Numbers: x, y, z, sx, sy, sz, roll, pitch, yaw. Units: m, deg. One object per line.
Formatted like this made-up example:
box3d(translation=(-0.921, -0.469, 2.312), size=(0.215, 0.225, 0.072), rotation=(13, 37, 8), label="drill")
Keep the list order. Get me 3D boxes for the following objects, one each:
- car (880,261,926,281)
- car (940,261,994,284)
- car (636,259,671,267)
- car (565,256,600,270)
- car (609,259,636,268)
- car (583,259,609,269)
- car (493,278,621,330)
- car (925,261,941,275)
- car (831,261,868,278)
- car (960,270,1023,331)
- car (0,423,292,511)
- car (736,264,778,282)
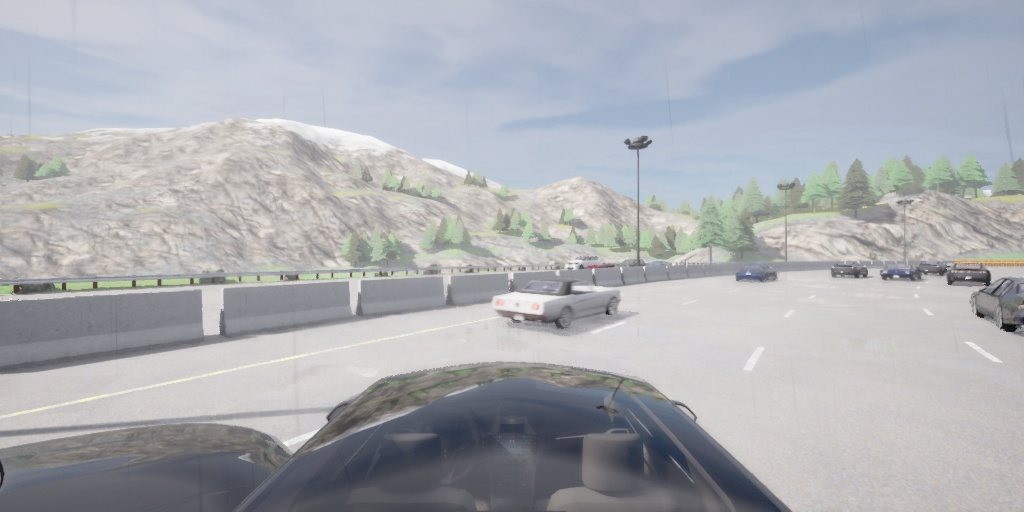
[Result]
box3d(translation=(32.304, 1.349, 29.710), size=(4.718, 1.301, 1.895), rotation=(0, 0, -35), label="car")
box3d(translation=(32.141, 1.241, 25.225), size=(4.902, 1.511, 2.128), rotation=(0, 0, -37), label="car")
box3d(translation=(16.109, 1.278, 39.637), size=(4.674, 1.442, 1.812), rotation=(0, 0, -38), label="car")
box3d(translation=(9.606, 0.953, 47.881), size=(5.566, 2.045, 2.150), rotation=(0, 0, -38), label="car")
box3d(translation=(14.089, 1.106, 42.502), size=(4.553, 1.767, 2.097), rotation=(0, 0, -38), label="car")
box3d(translation=(11.442, 1.347, 44.870), size=(4.718, 1.301, 1.895), rotation=(0, 0, -38), label="car")
box3d(translation=(1.654, 1.350, 11.279), size=(1.895, 1.301, 4.718), rotation=(0, 0, 41), label="car")
box3d(translation=(43.308, 1.239, 36.844), size=(4.902, 1.511, 2.128), rotation=(0, 0, -31), label="car")
box3d(translation=(31.370, 1.239, 33.319), size=(4.902, 1.511, 2.128), rotation=(0, 0, -35), label="car")
box3d(translation=(14.714, 1.297, 10.002), size=(2.033, 1.411, 5.357), rotation=(0, 0, 45), label="car")
box3d(translation=(-2.982, 1.255, 0.505), size=(4.892, 1.490, 1.837), rotation=(0, 0, -45), label="car")
box3d(translation=(19.588, 1.313, 28.663), size=(4.181, 1.385, 1.994), rotation=(0, 0, -40), label="car")
